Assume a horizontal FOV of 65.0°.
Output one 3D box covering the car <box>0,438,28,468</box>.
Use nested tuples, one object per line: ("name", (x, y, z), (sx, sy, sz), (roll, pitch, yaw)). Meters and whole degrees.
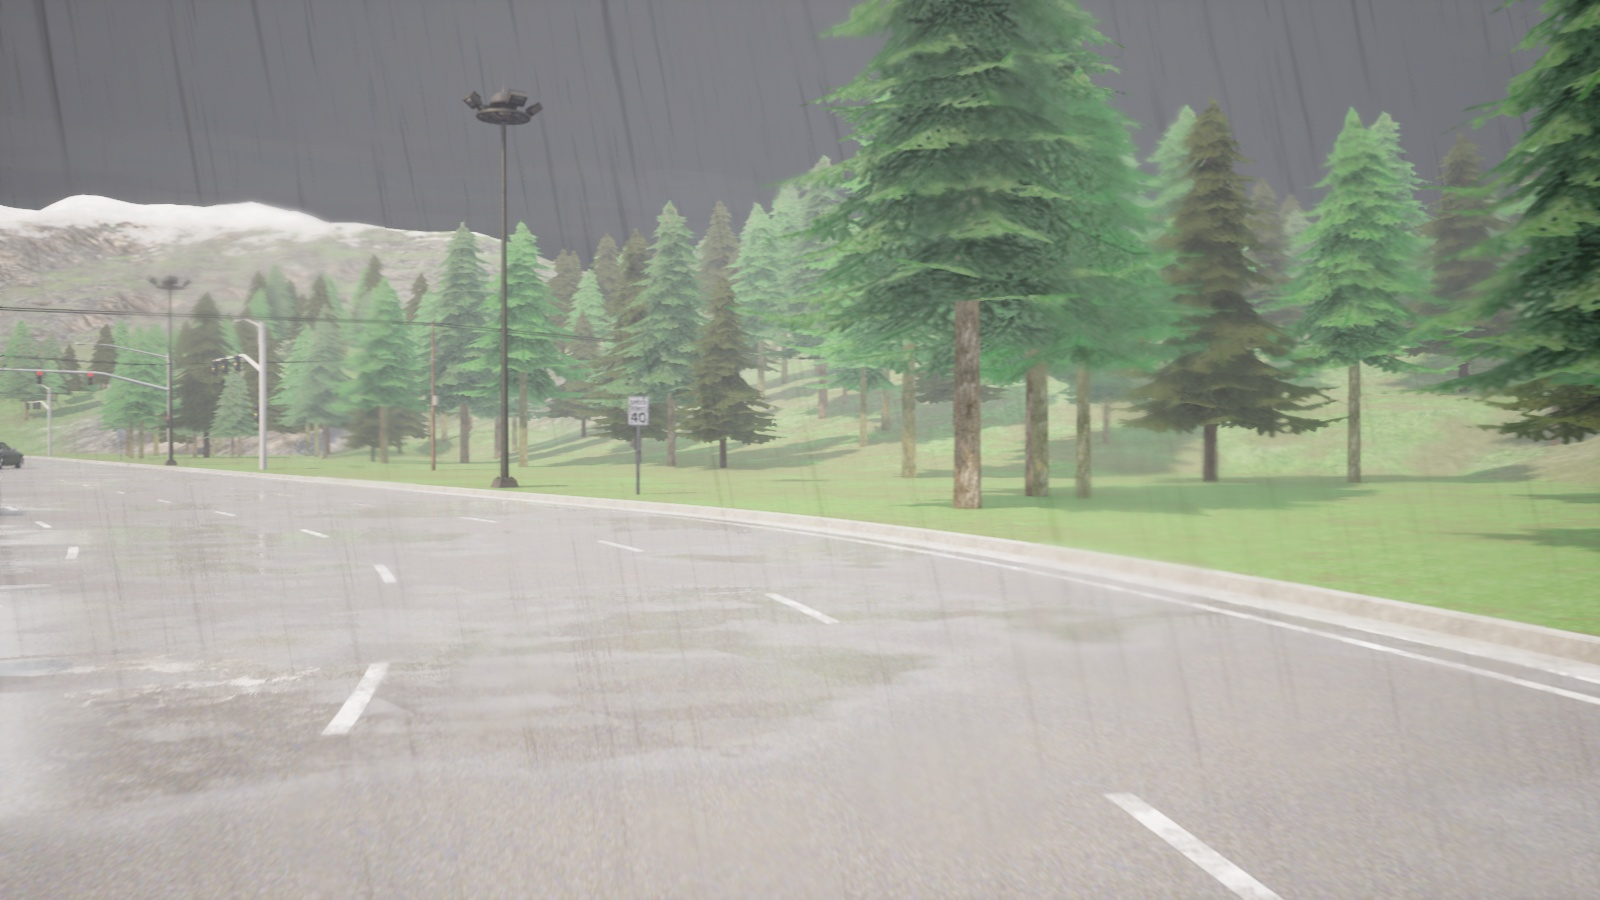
("car", (-48.816, 0.188, 76.187), (2.097, 1.767, 4.553), (0, 0, -14))

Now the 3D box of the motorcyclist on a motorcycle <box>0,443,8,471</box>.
("motorcyclist on a motorcycle", (-44.009, 0.409, 67.982), (0.866, 1.530, 2.191), (0, 0, 0))
